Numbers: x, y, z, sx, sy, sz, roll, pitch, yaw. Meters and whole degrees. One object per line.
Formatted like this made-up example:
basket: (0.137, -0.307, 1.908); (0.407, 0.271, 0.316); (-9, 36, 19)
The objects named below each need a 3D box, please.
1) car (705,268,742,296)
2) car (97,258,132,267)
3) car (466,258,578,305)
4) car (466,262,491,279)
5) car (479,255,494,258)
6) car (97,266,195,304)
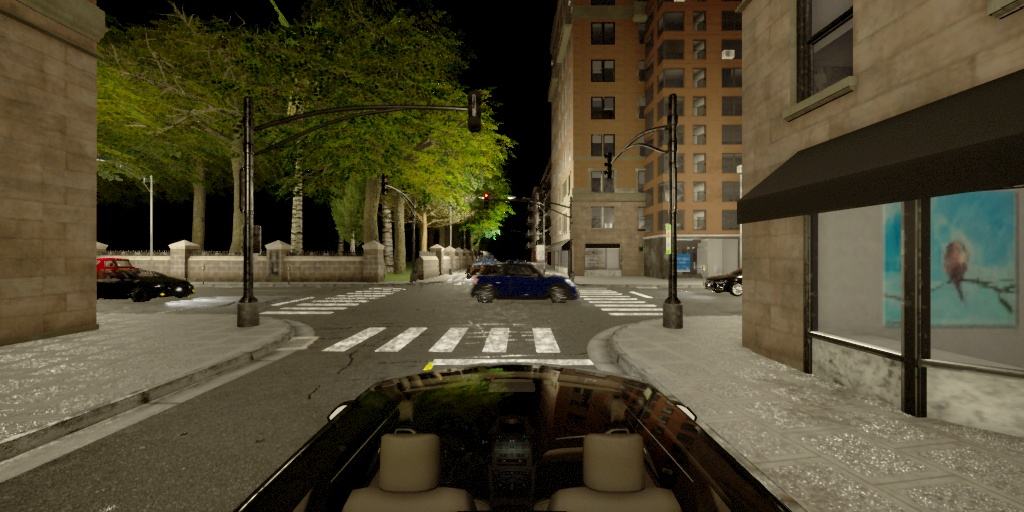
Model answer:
car: (12.691, 1.271, 18.674); (4.892, 1.490, 1.837); (0, 0, 1)
car: (-25.921, 1.035, 21.775); (5.009, 1.841, 2.192); (0, 0, 1)
car: (0.529, 1.102, 15.642); (4.553, 1.767, 2.097); (0, 0, 1)
car: (-3.051, 1.293, 33.602); (1.994, 1.385, 4.181); (0, 0, 0)
car: (-3.039, 0.933, 42.910); (2.150, 2.045, 5.566); (0, 0, 0)
car: (-16.715, 1.297, 15.881); (4.181, 1.385, 1.994); (0, 0, 1)
